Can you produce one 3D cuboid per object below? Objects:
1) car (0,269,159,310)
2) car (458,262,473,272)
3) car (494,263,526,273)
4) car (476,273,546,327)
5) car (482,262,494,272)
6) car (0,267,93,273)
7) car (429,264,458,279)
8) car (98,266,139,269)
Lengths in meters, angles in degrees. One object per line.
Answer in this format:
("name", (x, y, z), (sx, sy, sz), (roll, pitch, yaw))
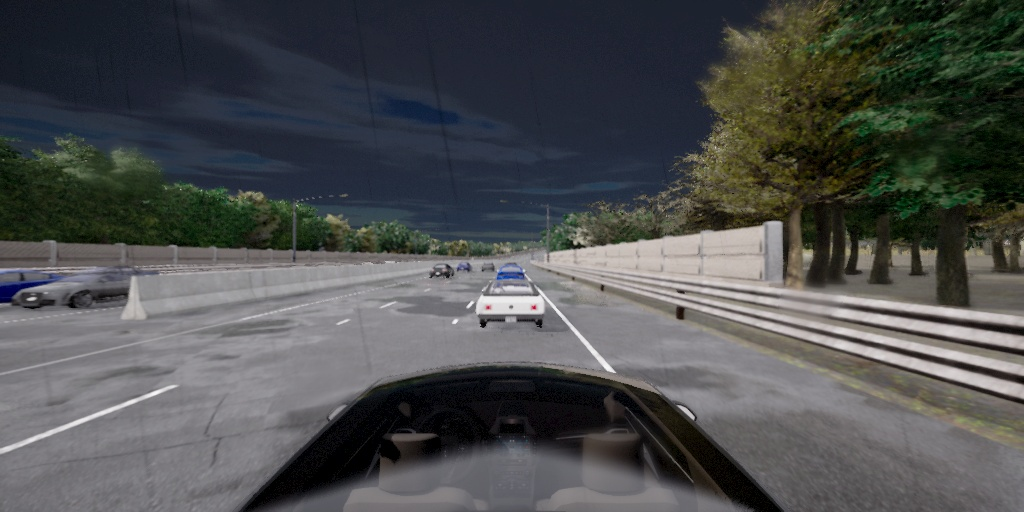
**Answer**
("car", (-17.631, 1.404, 15.156), (1.994, 1.385, 4.181), (0, 0, 0))
("car", (-7.058, 1.616, 53.374), (1.812, 1.442, 4.674), (0, 0, 2))
("car", (-0.070, 1.384, 25.232), (1.882, 1.535, 5.008), (0, 0, 0))
("car", (-0.029, 1.418, 11.781), (1.895, 1.301, 4.718), (0, 0, 0))
("car", (-3.561, 1.587, 54.358), (2.128, 1.511, 4.902), (0, -1, 0))
("car", (-21.131, 1.314, 14.650), (1.882, 1.535, 5.008), (0, 0, 0))
("car", (-7.005, 1.505, 36.112), (1.812, 1.442, 4.674), (0, -1, 0))
("car", (-24.690, 1.316, 21.885), (2.033, 1.411, 5.357), (-1, 0, 0))
